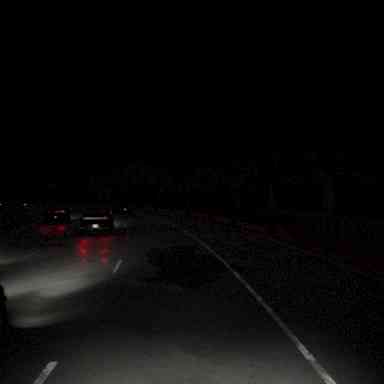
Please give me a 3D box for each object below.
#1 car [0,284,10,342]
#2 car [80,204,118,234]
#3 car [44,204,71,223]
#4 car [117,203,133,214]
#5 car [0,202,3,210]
[{"bbox_3d":[-3.632,1.537,3.108,2.128,1.511,4.902,0,-1,-1],"label":"car"},{"bbox_3d":[-5.971,1.733,21.155,2.128,1.511,4.902,0,-1,-12],"label":"car"},{"bbox_3d":[-11.663,1.834,29.033,2.128,1.511,4.902,0,-1,-17],"label":"car"},{"bbox_3d":[-8.608,2.017,40.862,1.994,1.385,4.181,0,-1,-22],"label":"car"},{"bbox_3d":[-32.097,2.025,54.105,2.097,1.767,4.553,0,-1,-35],"label":"car"}]
